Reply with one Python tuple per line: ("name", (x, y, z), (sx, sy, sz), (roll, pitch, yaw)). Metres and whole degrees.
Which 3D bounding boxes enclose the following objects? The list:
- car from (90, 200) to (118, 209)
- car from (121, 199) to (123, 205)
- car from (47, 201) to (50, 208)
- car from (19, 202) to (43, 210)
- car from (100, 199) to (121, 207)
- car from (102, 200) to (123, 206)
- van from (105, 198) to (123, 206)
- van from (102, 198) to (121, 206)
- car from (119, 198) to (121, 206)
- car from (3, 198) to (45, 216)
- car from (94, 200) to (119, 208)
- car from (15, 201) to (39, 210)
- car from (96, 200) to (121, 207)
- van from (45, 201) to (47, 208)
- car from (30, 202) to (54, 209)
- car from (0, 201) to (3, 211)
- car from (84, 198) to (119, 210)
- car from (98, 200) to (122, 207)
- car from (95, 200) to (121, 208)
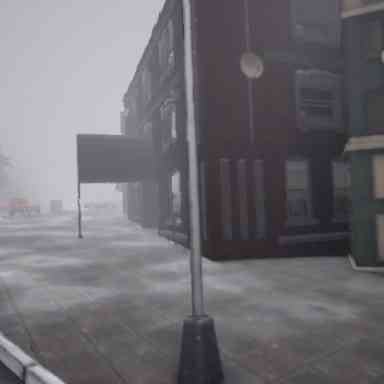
("car", (-16.429, 2.336, 62.202), (4.674, 1.452, 2.002), (-1, -1, -30))
("car", (-16.789, 2.356, 65.189), (5.366, 1.575, 1.946), (-1, -1, -30))
("car", (-38.062, 3.370, 82.218), (4.892, 1.521, 2.231), (-2, -1, -30))
("car", (-37.064, 3.266, 76.404), (4.792, 1.488, 2.163), (-2, -1, -30))
("car", (-19.483, 2.560, 79.547), (4.553, 1.767, 2.185), (-1, -1, -30))
("car", (-21.053, 2.888, 88.194), (5.008, 1.535, 2.097), (-1, -2, -30))
("van", (-21.466, 2.732, 91.150), (4.442, 1.987, 1.878), (-1, -2, -30))
("van", (-20.637, 2.594, 85.250), (4.442, 1.987, 1.878), (-1, -1, -30))
("car", (-15.913, 2.232, 59.316), (4.892, 1.521, 2.231), (-1, -1, -30))
("car", (-19.439, 1.690, 38.898), (2.150, 2.045, 5.566), (-2, 0, -8))
("car", (-17.455, 2.465, 67.979), (4.674, 1.452, 2.002), (-1, -1, -30))
("car", (-36.507, 3.043, 73.539), (4.553, 1.767, 2.185), (-2, -1, -30))
("car", (-18.508, 2.585, 73.739), (4.792, 1.488, 2.163), (-1, -1, -30))
("van", (-37.661, 3.081, 79.258), (4.442, 1.987, 1.878), (-2, -1, -30))
("car", (-38.425, 3.430, 85.210), (5.366, 1.575, 1.946), (-2, -1, -30))
("car", (-34.972, 2.723, 64.849), (5.566, 2.045, 2.435), (-2, -1, -30))
("car", (-14.898, 2.103, 53.543), (4.892, 1.521, 2.231), (-1, -1, -30))
("car", (-18.990, 2.621, 76.646), (4.892, 1.521, 2.231), (-1, -1, -30))
("car", (-17.960, 2.491, 70.866), (4.892, 1.521, 2.231), (-1, -1, -30))
